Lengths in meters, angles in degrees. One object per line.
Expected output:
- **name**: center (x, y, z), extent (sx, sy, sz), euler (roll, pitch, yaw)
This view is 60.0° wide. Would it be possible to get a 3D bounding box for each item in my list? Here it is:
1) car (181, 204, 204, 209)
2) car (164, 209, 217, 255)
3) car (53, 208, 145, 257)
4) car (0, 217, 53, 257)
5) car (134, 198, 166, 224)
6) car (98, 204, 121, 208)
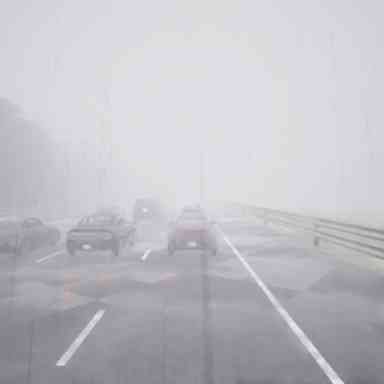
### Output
- **car**: center (0.031, 1.799, 28.518), extent (2.128, 1.511, 4.902), euler (0, -1, 0)
- **car**: center (0.029, 1.672, 13.907), extent (1.812, 1.442, 4.674), euler (0, 0, 0)
- **car**: center (-3.474, 1.637, 13.514), extent (2.128, 1.511, 4.902), euler (0, 0, 0)
- **car**: center (-6.973, 1.694, 13.454), extent (1.994, 1.385, 4.181), euler (0, -1, 0)
- **car**: center (-3.477, 1.521, 27.587), extent (2.150, 2.045, 5.566), euler (0, 0, 0)
- **car**: center (-6.969, 1.813, 28.502), extent (1.837, 1.490, 4.892), euler (0, 0, 0)
